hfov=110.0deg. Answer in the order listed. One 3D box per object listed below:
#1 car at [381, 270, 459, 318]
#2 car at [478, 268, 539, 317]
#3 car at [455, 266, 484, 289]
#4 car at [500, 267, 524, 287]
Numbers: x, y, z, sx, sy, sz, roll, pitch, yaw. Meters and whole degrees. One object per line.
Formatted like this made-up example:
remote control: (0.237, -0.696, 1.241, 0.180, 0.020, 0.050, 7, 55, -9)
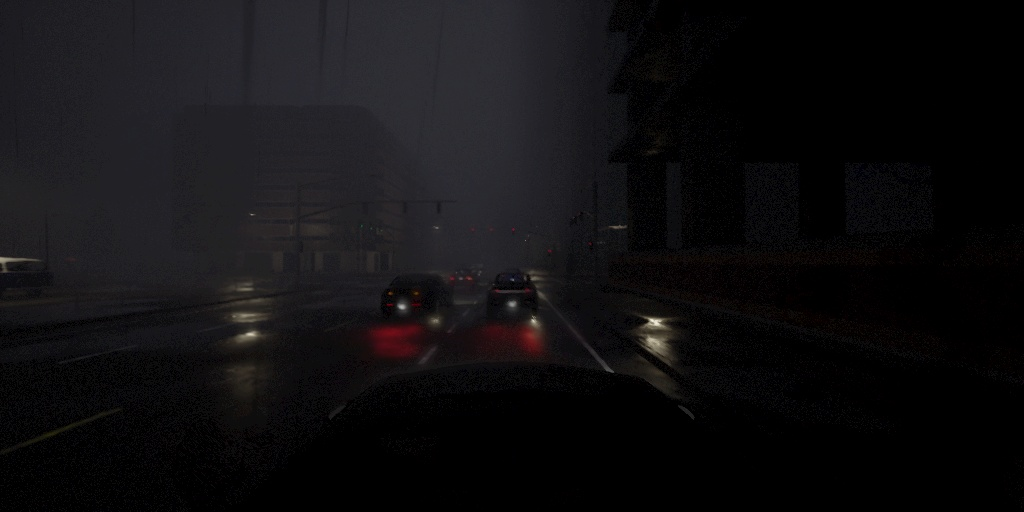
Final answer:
car: (-3.458, 1.421, 13.819, 1.837, 1.490, 4.892, 0, -1, 1)
car: (0.045, 1.415, 14.155, 2.128, 1.511, 4.902, 0, -1, 1)
car: (-3.500, 1.661, 27.020, 2.033, 1.411, 5.357, 0, -1, 0)
car: (0.004, 1.694, 29.873, 1.812, 1.442, 4.674, 0, 0, 0)
